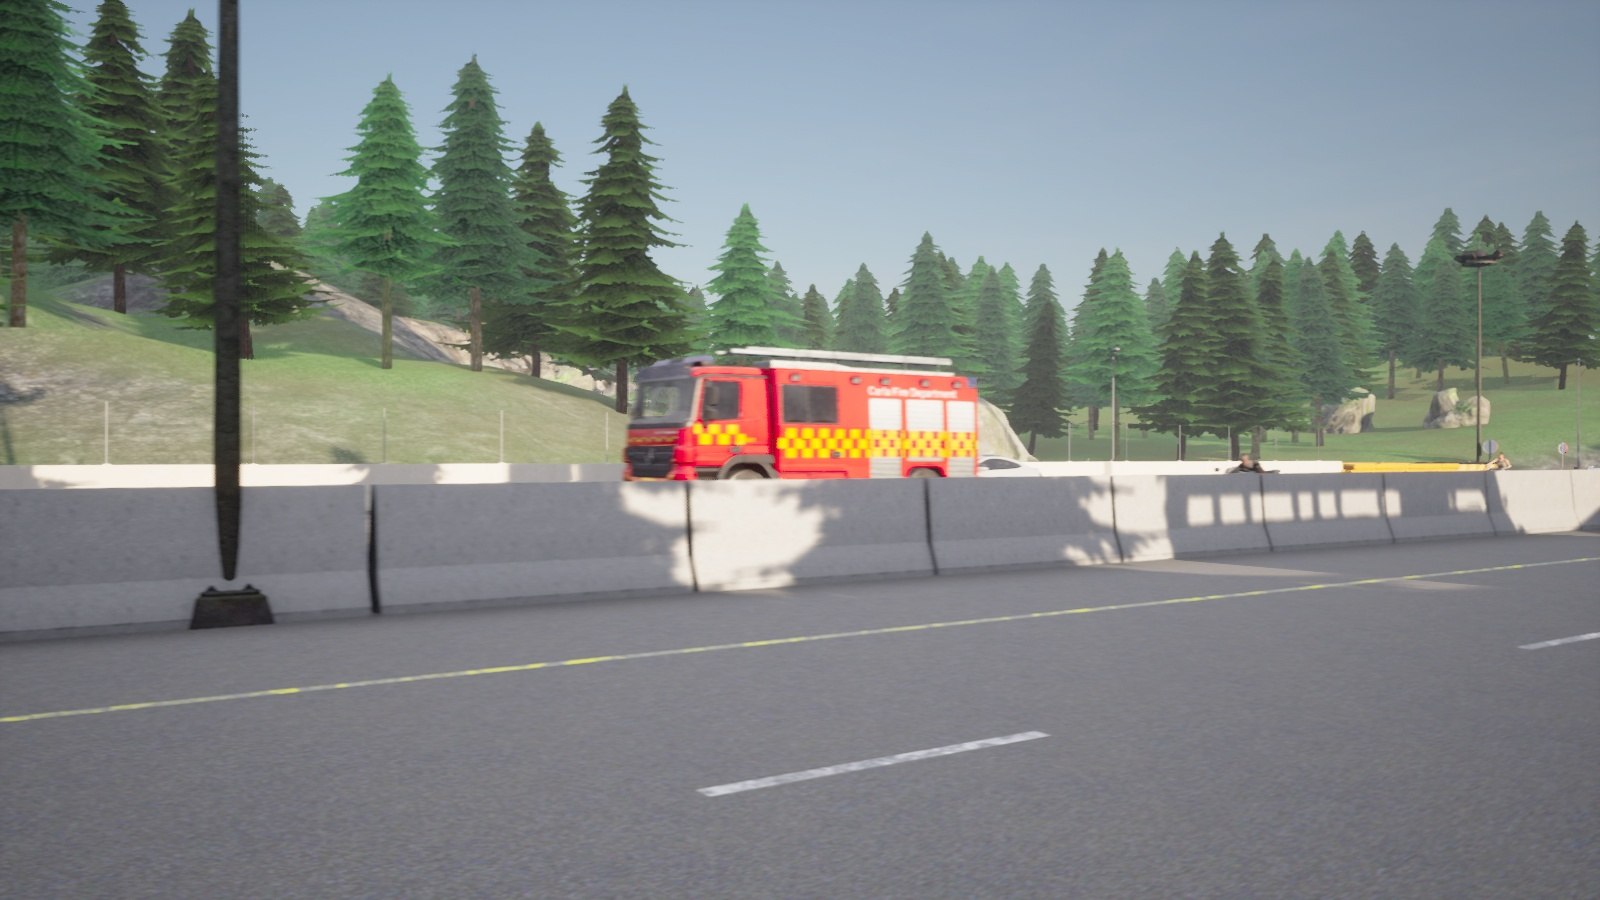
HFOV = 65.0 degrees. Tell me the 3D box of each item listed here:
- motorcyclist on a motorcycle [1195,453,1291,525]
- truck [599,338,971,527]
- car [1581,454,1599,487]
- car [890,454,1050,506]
[{"bbox_3d":[9.692,0.827,27.462,2.191,1.530,0.866,0,0,-35],"label":"motorcyclist on a motorcycle"},{"bbox_3d":[-0.163,-0.348,29.138,8.468,3.827,2.891,0,0,-35],"label":"truck"},{"bbox_3d":[34.409,0.857,53.194,2.207,1.376,1.481,1,0,-35],"label":"car"},{"bbox_3d":[5.058,0.851,37.030,4.674,1.442,1.812,0,0,-35],"label":"car"}]
